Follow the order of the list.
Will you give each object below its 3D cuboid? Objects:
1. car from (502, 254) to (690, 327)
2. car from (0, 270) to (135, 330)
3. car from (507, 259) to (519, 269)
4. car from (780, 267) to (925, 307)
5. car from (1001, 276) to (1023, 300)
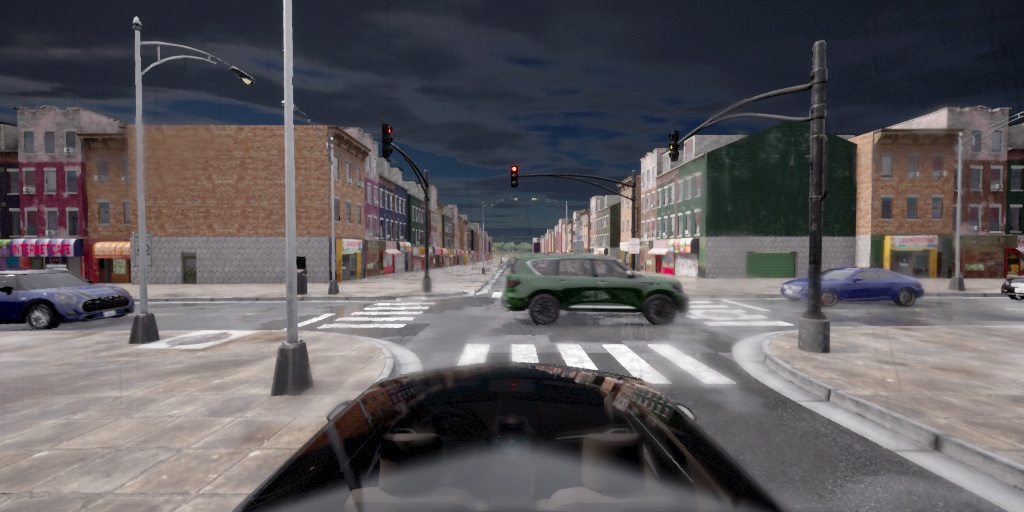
[{"bbox_3d":[2.463,0.966,11.193,5.566,2.045,2.150,0,0,0],"label":"car"},{"bbox_3d":[-14.827,1.230,11.205,4.553,1.767,2.097,0,1,0],"label":"car"},{"bbox_3d":[0.217,1.225,58.419,1.882,1.535,5.008,0,0,0],"label":"car"},{"bbox_3d":[13.299,1.160,14.113,4.674,1.442,1.812,0,1,1],"label":"car"},{"bbox_3d":[22.461,1.087,14.069,4.902,1.511,2.128,0,1,0],"label":"car"}]
